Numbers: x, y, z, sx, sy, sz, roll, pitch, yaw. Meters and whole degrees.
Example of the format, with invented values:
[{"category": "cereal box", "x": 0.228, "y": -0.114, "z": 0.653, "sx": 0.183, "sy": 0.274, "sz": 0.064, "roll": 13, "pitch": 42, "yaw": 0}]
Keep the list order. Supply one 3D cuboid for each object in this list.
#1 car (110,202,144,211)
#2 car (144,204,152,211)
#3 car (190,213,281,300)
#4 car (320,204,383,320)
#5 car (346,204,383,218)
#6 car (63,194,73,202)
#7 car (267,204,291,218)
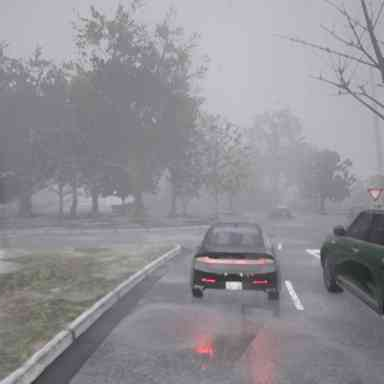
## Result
[{"category": "car", "x": -11.251, "y": 2.513, "z": 56.223, "sx": 5.008, "sy": 1.535, "sz": 1.882, "roll": 0, "pitch": -2, "yaw": -1}, {"category": "car", "x": -9.897, "y": 2.663, "z": 59.571, "sx": 5.357, "sy": 1.411, "sz": 2.033, "roll": 0, "pitch": -1, "yaw": 0}, {"category": "car", "x": 1.121, "y": 1.524, "z": 8.503, "sx": 2.128, "sy": 1.511, "sz": 4.902, "roll": 0, "pitch": 0, "yaw": 8}, {"category": "car", "x": 3.933, "y": 1.230, "z": 5.701, "sx": 2.150, "sy": 2.045, "sz": 5.566, "roll": 0, "pitch": 0, "yaw": 6}, {"category": "car", "x": 20.276, "y": 2.203, "z": 38.763, "sx": 4.902, "sy": 1.511, "sz": 2.128, "roll": 2, "pitch": -2, "yaw": -36}, {"category": "car", "x": -32.635, "y": 1.822, "z": 85.456, "sx": 1.946, "sy": 1.575, "sz": 5.366, "roll": 0, "pitch": 2, "yaw": -12}, {"category": "car", "x": 9.614, "y": 2.106, "z": 36.805, "sx": 1.812, "sy": 1.442, "sz": 4.674, "roll": 0, "pitch": -1, "yaw": 3}]
